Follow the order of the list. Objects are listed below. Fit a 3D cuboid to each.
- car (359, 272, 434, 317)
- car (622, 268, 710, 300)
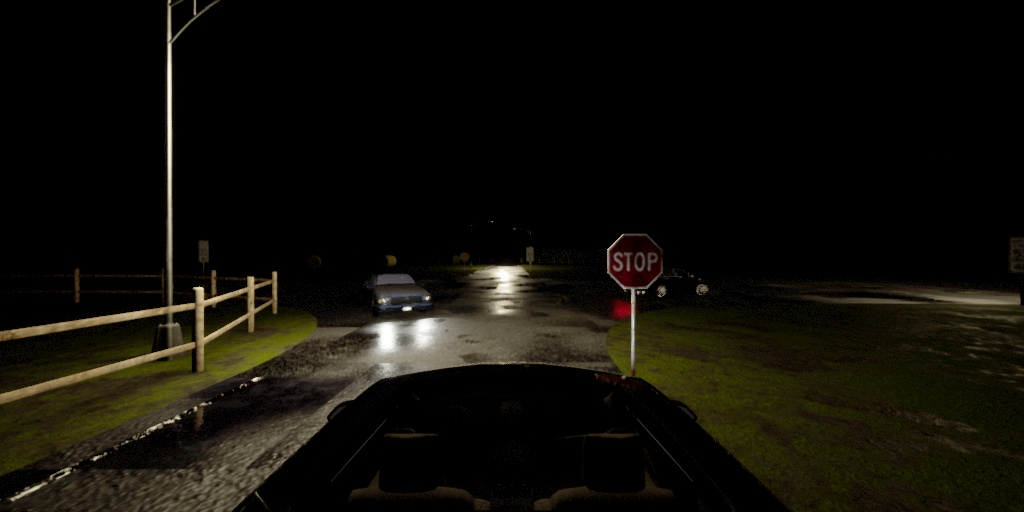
[{"bbox_3d":[-4.600,1.303,13.625,2.033,1.411,5.357,0,-1,-30],"label":"car"},{"bbox_3d":[7.833,1.309,18.196,4.892,1.490,1.837,0,-2,-25],"label":"car"}]
